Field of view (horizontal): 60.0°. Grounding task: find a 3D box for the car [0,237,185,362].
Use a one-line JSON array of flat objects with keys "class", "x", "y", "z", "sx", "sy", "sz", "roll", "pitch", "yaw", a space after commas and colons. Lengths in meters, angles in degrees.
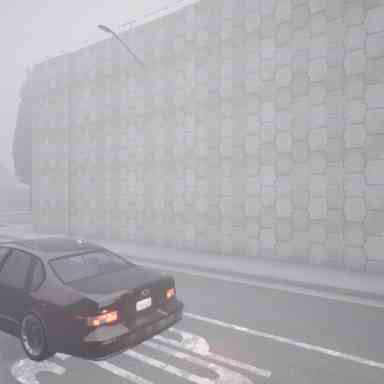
[{"class": "car", "x": -2.693, "y": 1.547, "z": 5.902, "sx": 5.357, "sy": 1.411, "sz": 2.033, "roll": 0, "pitch": 0, "yaw": 35}]
